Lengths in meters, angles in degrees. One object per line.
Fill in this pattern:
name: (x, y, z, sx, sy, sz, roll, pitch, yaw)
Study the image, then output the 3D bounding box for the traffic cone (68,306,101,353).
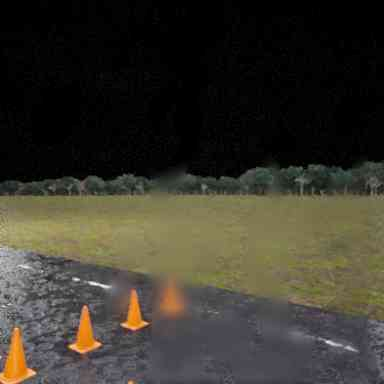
traffic cone: (-1.582, 1.983, 4.913, 0.340, 0.580, 0.340, 0, 0, 36)

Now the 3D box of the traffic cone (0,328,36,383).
traffic cone: (-2.166, 1.977, 4.101, 0.340, 0.580, 0.340, 0, 0, 36)

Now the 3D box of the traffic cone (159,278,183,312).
traffic cone: (-0.414, 1.995, 6.536, 0.340, 0.580, 0.340, 0, 0, 36)

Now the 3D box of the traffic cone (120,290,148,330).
traffic cone: (-0.998, 1.989, 5.725, 0.340, 0.580, 0.340, 0, 0, 36)

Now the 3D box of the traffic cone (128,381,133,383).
traffic cone: (-0.543, 1.974, 2.933, 0.340, 0.580, 0.340, 0, 0, 36)
